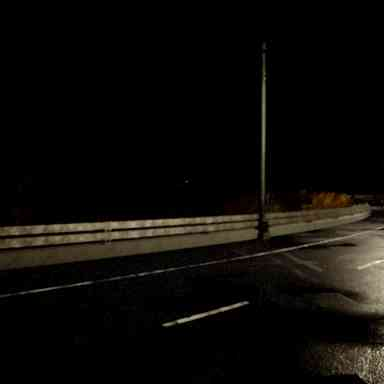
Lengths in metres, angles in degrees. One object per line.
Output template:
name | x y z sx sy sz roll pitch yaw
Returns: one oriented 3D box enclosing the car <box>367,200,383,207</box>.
car | 38.013 2.327 69.217 1.994 1.385 4.181 0 -1 10
